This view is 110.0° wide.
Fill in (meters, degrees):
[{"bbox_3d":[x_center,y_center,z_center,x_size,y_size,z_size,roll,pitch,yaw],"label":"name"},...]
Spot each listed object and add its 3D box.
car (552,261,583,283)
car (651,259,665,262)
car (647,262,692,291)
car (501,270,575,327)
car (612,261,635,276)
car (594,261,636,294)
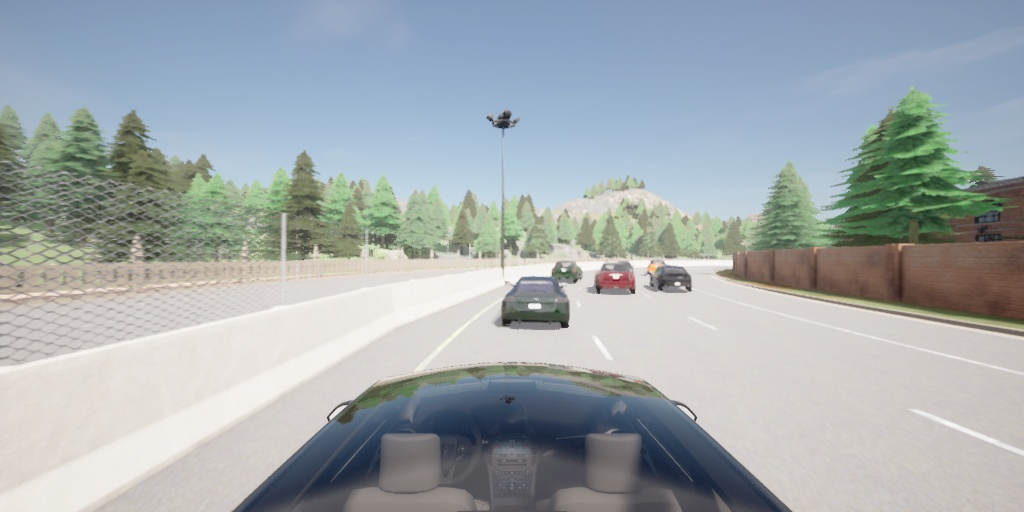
[{"bbox_3d":[4.521,1.152,29.239,2.097,1.767,4.553,0,0,17],"label":"car"},{"bbox_3d":[16.417,1.224,40.220,2.097,1.767,4.553,0,0,26],"label":"car"},{"bbox_3d":[9.861,1.325,22.492,1.837,1.490,4.892,0,0,13],"label":"car"},{"bbox_3d":[0.829,1.328,11.657,1.994,1.385,4.181,0,0,6],"label":"car"},{"bbox_3d":[12.584,1.357,40.372,1.837,1.490,4.892,0,0,25],"label":"car"},{"bbox_3d":[5.983,1.152,21.172,2.097,1.767,4.553,0,0,12],"label":"car"}]
